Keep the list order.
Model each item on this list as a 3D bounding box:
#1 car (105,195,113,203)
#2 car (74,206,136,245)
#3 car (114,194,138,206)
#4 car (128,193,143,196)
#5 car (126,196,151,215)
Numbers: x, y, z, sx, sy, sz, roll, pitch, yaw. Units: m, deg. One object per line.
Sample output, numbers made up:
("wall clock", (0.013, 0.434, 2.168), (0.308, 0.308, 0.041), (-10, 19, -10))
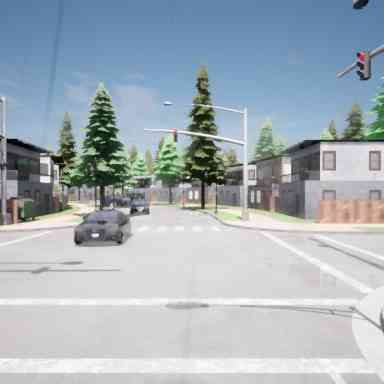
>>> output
("car", (-16.533, 1.317, 66.822), (2.097, 1.767, 4.553), (0, 0, -45))
("car", (-3.976, 1.543, 15.358), (1.994, 1.385, 4.181), (0, 0, -3))
("car", (-10.022, 1.492, 49.801), (1.812, 1.442, 4.674), (0, 0, -25))
("car", (-10.414, 1.187, 58.481), (2.150, 2.045, 5.566), (0, 0, -36))
("car", (-5.229, 1.457, 33.469), (2.128, 1.511, 4.902), (0, 0, -10))
